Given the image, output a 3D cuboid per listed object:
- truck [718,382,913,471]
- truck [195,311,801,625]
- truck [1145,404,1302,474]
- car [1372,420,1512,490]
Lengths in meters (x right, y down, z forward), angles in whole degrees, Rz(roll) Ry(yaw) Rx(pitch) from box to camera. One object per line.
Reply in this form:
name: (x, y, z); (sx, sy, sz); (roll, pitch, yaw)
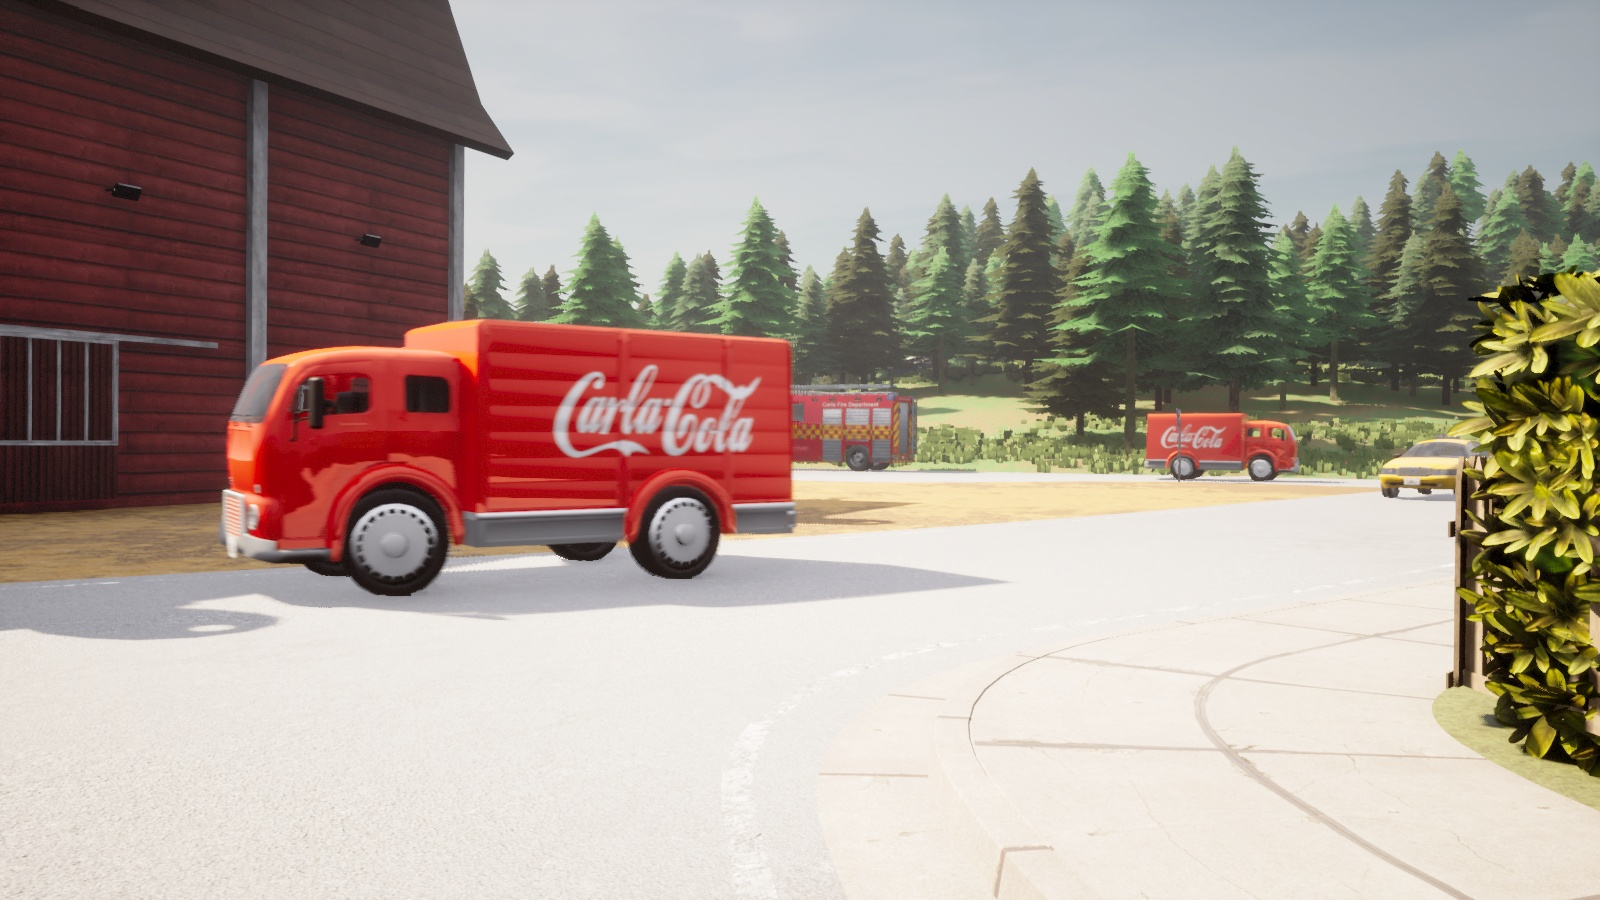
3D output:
truck: (0.667, -1.022, 57.294); (8.468, 3.827, 2.891); (0, 0, 26)
truck: (-2.885, 0.066, 12.407); (5.204, 2.467, 2.627); (-1, 2, -34)
truck: (15.587, -0.398, 46.219); (5.204, 2.467, 2.627); (0, 1, 26)
car: (15.920, 0.077, 30.983); (1.801, 1.575, 5.366); (0, 1, 41)
